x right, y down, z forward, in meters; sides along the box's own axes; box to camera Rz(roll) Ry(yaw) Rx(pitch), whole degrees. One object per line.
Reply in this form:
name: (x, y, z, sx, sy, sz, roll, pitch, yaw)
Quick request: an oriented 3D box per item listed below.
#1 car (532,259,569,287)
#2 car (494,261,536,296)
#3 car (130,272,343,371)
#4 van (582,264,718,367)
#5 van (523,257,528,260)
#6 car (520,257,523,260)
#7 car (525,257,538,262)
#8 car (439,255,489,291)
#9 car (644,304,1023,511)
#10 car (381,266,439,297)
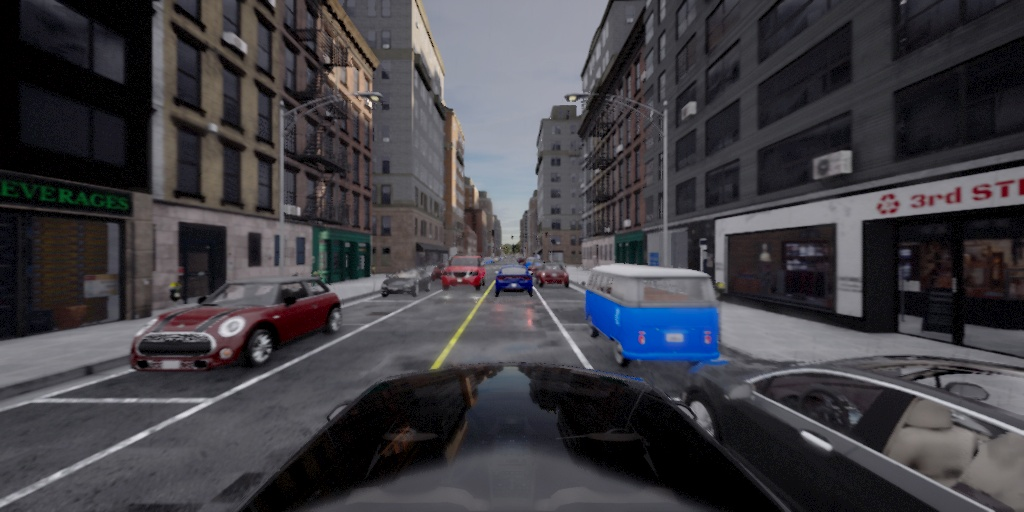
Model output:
car: (2.634, 1.196, 24.192, 1.967, 1.591, 4.097, 0, 0, 0)
car: (0.096, 1.232, 19.443, 1.882, 1.535, 5.008, 0, 0, 0)
car: (-5.388, 1.191, 7.658, 1.967, 1.591, 4.097, 0, 0, 0)
van: (2.637, 1.092, 7.659, 1.690, 1.789, 3.998, 0, 0, 0)
van: (2.631, 1.104, 46.236, 1.690, 1.789, 3.998, 0, 0, 0)
car: (2.630, 1.079, 51.748, 2.192, 1.841, 5.009, 0, 0, 0)
car: (2.633, 1.200, 35.215, 1.967, 1.591, 4.097, 0, 0, 0)
car: (-2.848, 0.978, 22.329, 2.150, 2.045, 5.566, 0, 0, 0)
car: (2.638, 1.300, 2.149, 2.007, 1.370, 4.403, 0, 0, 0)
car: (-5.390, 1.305, 18.680, 2.007, 1.370, 4.403, 0, 0, 0)
